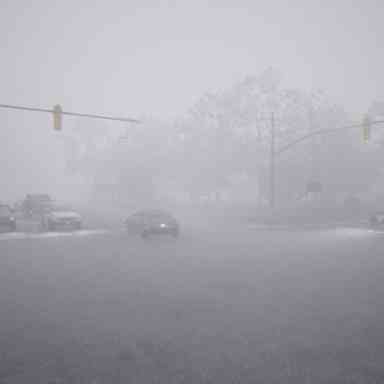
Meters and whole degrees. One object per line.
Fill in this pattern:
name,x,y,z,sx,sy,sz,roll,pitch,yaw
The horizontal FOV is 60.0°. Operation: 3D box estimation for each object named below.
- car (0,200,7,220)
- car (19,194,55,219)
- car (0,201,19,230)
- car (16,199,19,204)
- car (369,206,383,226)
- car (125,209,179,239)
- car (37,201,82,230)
car,-16.981,1.499,28.389,1.837,1.490,4.892,0,0,-32
car,-13.767,1.220,29.862,2.150,2.045,5.566,0,0,-33
car,-12.023,1.528,20.573,1.812,1.442,4.674,0,0,-31
car,-19.504,1.516,38.754,2.033,1.411,5.357,0,0,-33
car,13.848,1.518,22.445,4.902,1.511,2.128,0,0,-35
car,-2.210,1.573,17.760,1.994,1.385,4.181,0,0,-24
car,-8.575,1.532,21.663,1.812,1.442,4.674,0,0,-32
